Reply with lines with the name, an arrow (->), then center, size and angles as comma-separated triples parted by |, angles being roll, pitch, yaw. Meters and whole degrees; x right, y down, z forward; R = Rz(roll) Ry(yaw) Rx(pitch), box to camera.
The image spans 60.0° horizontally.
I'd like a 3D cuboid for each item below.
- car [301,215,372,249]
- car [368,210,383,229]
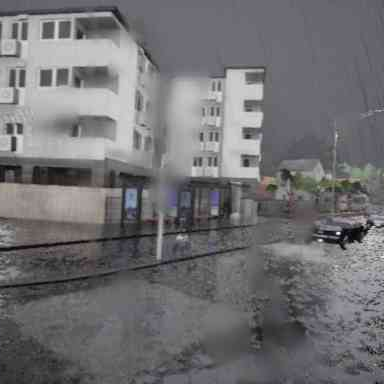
car -> 7.126, 1.902, 16.431 | 1.895, 1.301, 4.718 | 3, 0, 40
car -> 14.845, 2.150, 25.608 | 2.128, 1.511, 4.902 | 3, 0, 40
